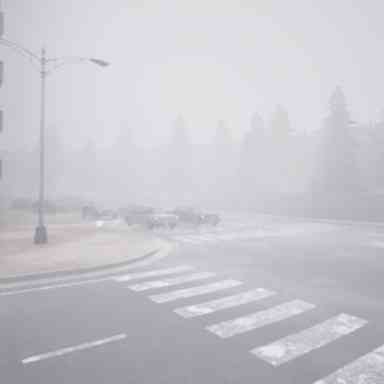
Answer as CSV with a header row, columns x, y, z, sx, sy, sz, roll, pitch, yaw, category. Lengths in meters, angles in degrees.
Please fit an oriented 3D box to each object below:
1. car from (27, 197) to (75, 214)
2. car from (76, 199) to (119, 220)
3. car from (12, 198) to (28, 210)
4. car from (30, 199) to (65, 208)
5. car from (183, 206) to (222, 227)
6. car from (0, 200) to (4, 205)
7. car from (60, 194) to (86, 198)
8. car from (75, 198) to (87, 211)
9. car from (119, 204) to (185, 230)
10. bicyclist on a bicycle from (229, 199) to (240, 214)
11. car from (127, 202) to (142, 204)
x,y,z,sx,sy,sz,roll,pitch,yaw,category
-15.526,1.552,36.473,4.892,1.490,1.837,0,0,32,car
-8.258,1.595,29.331,1.812,1.442,4.674,1,-1,-38,car
-20.904,1.545,42.959,4.892,1.490,1.837,0,-1,20,car
-21.917,1.684,50.543,4.718,1.301,1.895,0,0,13,car
0.019,1.716,24.080,1.895,1.301,4.718,1,-1,-36,car
-31.805,1.517,51.603,4.674,1.442,1.812,1,0,-3,car
-16.807,1.319,45.359,5.566,2.045,2.150,0,-1,24,car
-12.132,1.657,38.210,4.181,1.385,1.994,0,-1,36,car
-2.776,1.673,21.984,1.895,1.301,4.718,1,-1,-36,car
4.718,1.551,36.438,1.656,1.620,0.582,1,0,-36,bicyclist on a bicycle
-5.265,1.676,31.080,1.994,1.385,4.181,1,-1,-39,car
